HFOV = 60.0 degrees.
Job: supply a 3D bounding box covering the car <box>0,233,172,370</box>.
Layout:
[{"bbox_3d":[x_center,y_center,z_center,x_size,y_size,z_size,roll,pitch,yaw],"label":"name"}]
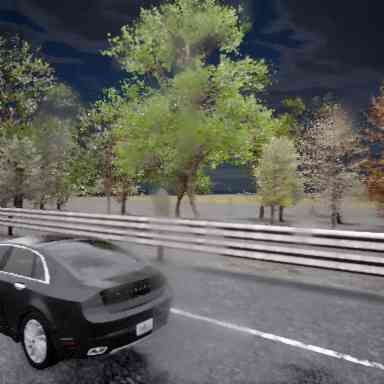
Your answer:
[{"bbox_3d":[-2.571,1.486,5.729,4.892,1.490,1.837,0,0,36],"label":"car"}]
